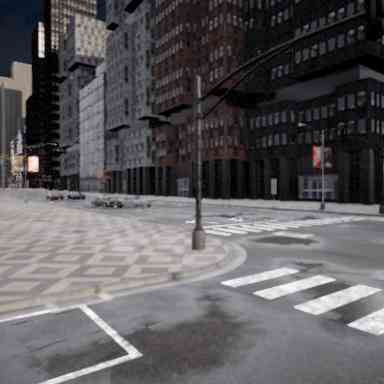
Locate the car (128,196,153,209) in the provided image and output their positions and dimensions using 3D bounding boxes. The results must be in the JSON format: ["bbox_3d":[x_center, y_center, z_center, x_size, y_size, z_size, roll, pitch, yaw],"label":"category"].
[{"bbox_3d":[-6.094,1.056,36.046,1.895,1.301,4.718,-1,1,-36],"label":"car"}]

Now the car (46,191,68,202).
[{"bbox_3d":[-21.344,0.637,51.772,1.882,1.535,5.008,-1,1,-36],"label":"car"}]

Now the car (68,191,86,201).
[{"bbox_3d":[-18.715,0.612,53.685,1.882,1.535,5.008,-1,1,-36],"label":"car"}]

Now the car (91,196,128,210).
[{"bbox_3d":[-8.726,1.082,34.138,1.895,1.301,4.718,-1,1,-36],"label":"car"}]
